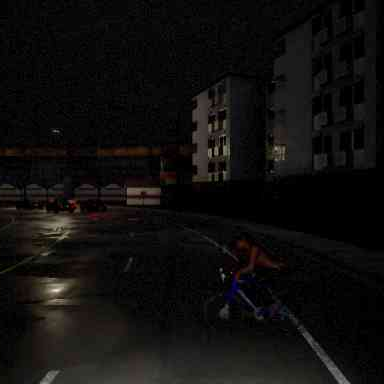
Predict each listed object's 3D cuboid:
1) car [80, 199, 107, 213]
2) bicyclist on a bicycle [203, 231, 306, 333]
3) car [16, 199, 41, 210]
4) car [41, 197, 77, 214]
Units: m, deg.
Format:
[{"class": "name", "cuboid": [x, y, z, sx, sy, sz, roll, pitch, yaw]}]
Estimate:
[{"class": "car", "cuboid": [-11.183, 1.524, 37.742, 1.812, 1.442, 4.674, 0, 0, -37]}, {"class": "bicyclist on a bicycle", "cuboid": [0.983, 1.452, 5.307, 1.656, 1.620, 0.582, -2, 0, 0]}, {"class": "car", "cuboid": [-20.928, 1.562, 42.799, 4.181, 1.385, 1.994, 0, 0, 40]}, {"class": "car", "cuboid": [-14.390, 1.546, 36.269, 2.033, 1.411, 5.357, 0, 0, -38]}]
